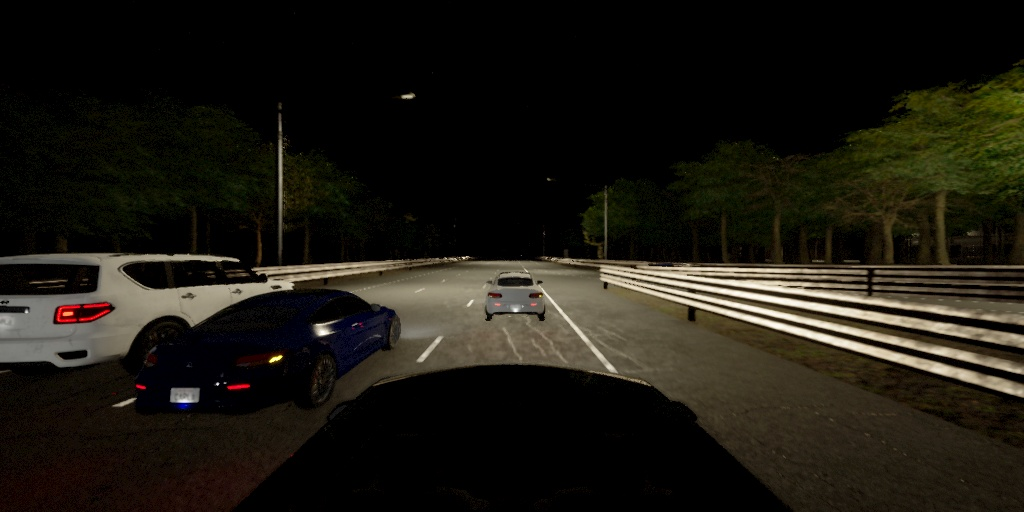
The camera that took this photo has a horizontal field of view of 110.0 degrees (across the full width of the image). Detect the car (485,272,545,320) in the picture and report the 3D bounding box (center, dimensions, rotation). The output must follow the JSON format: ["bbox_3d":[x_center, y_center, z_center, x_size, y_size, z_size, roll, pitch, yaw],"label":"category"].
[{"bbox_3d":[0.103,1.265,12.389,1.812,1.442,4.674,0,0,0],"label":"car"}]

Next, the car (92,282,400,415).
[{"bbox_3d":[-3.384,1.274,6.021,1.812,1.442,4.674,0,0,0],"label":"car"}]

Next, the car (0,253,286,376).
[{"bbox_3d":[-6.897,0.968,7.555,2.150,2.045,5.566,0,0,0],"label":"car"}]

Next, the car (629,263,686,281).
[{"bbox_3d":[10.577,1.225,26.458,1.812,1.442,4.674,0,0,-21],"label":"car"}]
